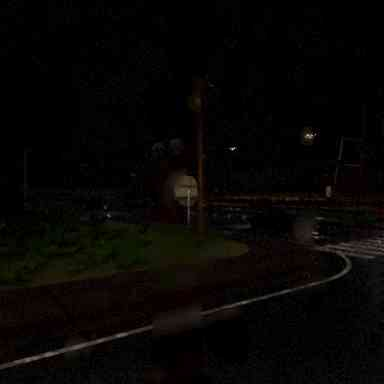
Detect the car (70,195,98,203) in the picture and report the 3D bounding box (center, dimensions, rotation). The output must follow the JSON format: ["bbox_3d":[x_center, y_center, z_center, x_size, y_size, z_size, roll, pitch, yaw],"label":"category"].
[{"bbox_3d":[-22.443,1.519,67.888,4.611,1.667,2.242,0,0,-36],"label":"car"}]

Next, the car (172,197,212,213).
[{"bbox_3d":[0.296,1.543,37.827,4.193,1.474,1.816,0,0,-36],"label":"car"}]

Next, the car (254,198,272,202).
[{"bbox_3d":[9.967,1.578,46.395,3.905,1.438,1.784,0,0,-36],"label":"car"}]

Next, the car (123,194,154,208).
[{"bbox_3d":[-8.133,1.350,48.366,3.866,1.878,1.905,0,0,-36],"label":"car"}]

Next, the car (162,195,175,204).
[{"bbox_3d":[-3.467,1.369,64.420,4.605,1.855,1.932,0,0,-36],"label":"car"}]

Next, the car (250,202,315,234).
[{"bbox_3d":[5.123,1.576,19.285,1.812,1.442,4.674,-2,1,-19],"label":"car"}]

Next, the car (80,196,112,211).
[{"bbox_3d":[-11.244,1.517,39.699,2.128,1.511,4.902,0,0,-36],"label":"car"}]
